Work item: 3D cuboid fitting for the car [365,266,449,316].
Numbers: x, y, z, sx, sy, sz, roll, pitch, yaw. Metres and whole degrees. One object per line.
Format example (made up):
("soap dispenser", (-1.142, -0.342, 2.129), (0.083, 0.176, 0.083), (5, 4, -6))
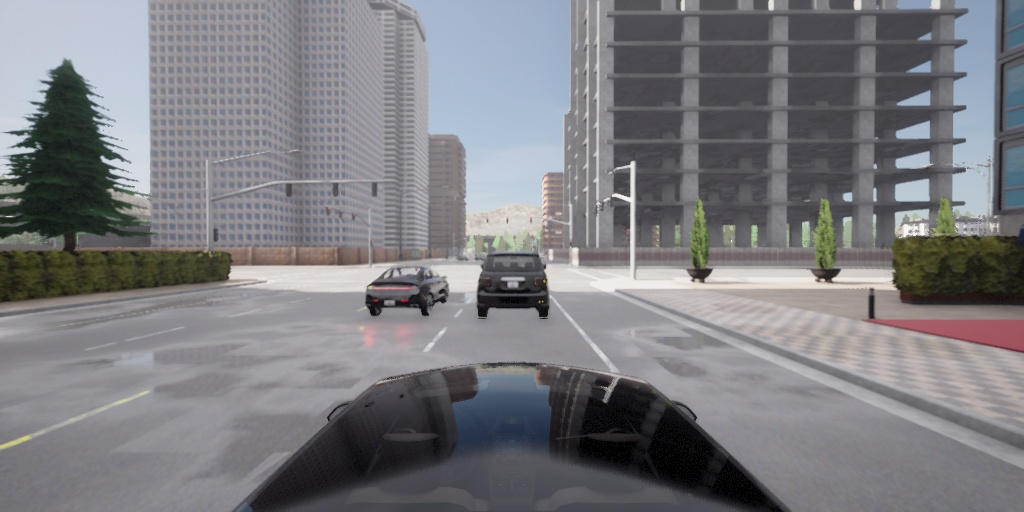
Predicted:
("car", (-3.446, 1.105, 12.584), (2.128, 1.511, 4.902), (0, 0, 1))

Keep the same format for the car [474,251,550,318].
("car", (0.052, 0.840, 12.439), (2.150, 2.045, 5.566), (0, 1, 1))
